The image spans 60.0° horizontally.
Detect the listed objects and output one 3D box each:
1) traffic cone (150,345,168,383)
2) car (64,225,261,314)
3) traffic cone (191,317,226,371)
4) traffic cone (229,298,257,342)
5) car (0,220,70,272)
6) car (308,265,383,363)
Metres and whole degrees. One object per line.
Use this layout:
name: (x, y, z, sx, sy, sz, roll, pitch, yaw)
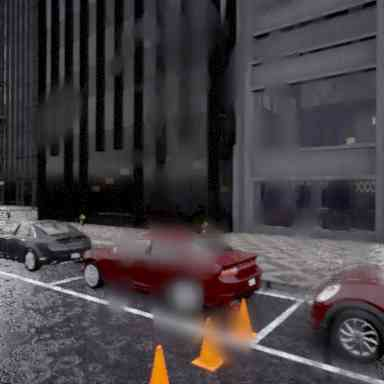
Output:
traffic cone: (-0.360, 1.966, 3.613, 0.340, 0.580, 0.340, 0, 0, 36)
car: (-0.685, 1.566, 7.579, 4.507, 1.381, 1.887, 0, 0, 36)
traffic cone: (0.223, 1.969, 4.425, 0.340, 0.580, 0.340, 0, 0, 36)
traffic cone: (0.805, 1.972, 5.238, 0.340, 0.580, 0.340, 0, 0, 36)
car: (-5.092, 1.573, 10.742, 4.403, 1.369, 2.008, 0, 0, 36)
car: (3.725, 1.460, 4.418, 4.097, 1.590, 1.967, 0, 0, 36)
